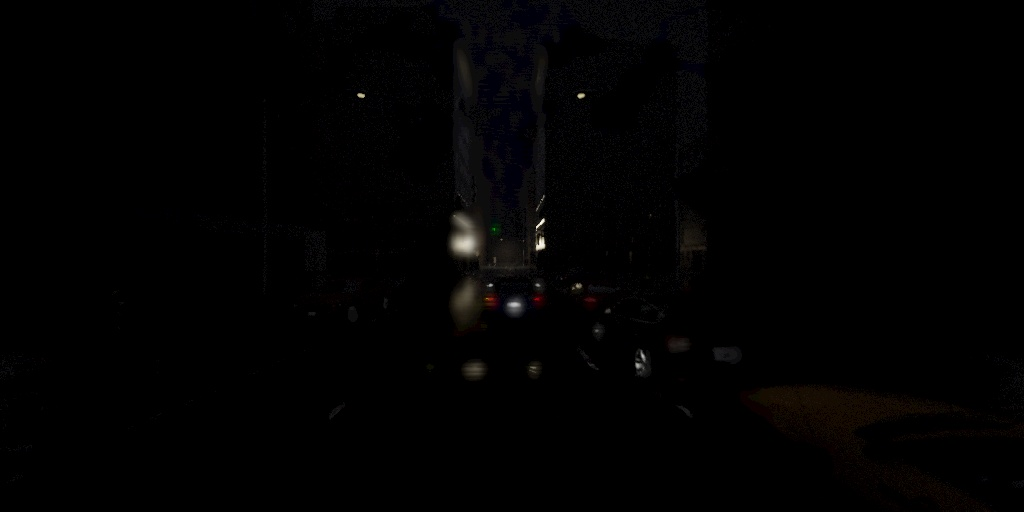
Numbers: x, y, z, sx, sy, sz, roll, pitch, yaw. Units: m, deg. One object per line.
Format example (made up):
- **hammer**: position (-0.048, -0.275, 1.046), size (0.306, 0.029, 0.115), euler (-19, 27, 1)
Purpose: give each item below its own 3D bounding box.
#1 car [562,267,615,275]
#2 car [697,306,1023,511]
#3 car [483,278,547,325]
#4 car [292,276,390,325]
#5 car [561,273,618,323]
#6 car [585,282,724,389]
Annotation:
- **car**: position (6.124, 1.590, 28.491), size (4.674, 1.442, 1.812), euler (0, -1, -20)
- **car**: position (2.875, 1.270, 1.415), size (1.751, 1.417, 4.829), euler (0, 0, 0)
- **car**: position (0.100, 1.438, 12.414), size (1.994, 1.385, 4.181), euler (0, -1, 0)
- **car**: position (-5.670, 1.418, 12.414), size (1.888, 1.381, 4.507), euler (0, 0, 0)
- **car**: position (2.876, 1.455, 12.416), size (1.802, 1.307, 4.207), euler (0, 0, 0)
- **car**: position (2.875, 1.375, 6.831), size (1.948, 1.339, 4.313), euler (0, 0, 0)
